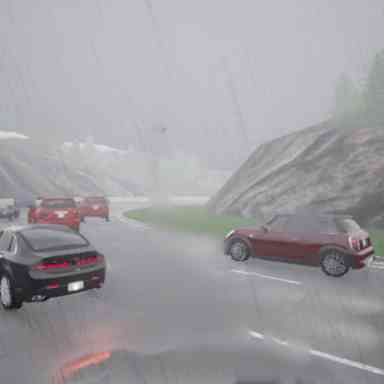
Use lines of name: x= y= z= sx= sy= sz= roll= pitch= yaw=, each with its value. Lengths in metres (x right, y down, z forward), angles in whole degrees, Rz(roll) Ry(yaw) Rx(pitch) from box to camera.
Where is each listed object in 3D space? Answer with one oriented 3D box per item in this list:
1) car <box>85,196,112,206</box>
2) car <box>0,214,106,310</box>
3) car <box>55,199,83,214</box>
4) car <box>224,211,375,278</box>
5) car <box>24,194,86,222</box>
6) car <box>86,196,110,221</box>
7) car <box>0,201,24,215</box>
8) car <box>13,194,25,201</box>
car: x=-17.210 y=1.561 z=61.469 sx=2.097 sy=1.767 sz=4.553 roll=0 pitch=0 yaw=27
car: x=-3.905 y=1.523 z=7.986 sx=4.892 sy=1.490 sz=1.837 roll=0 pitch=0 yaw=45
car: x=-13.747 y=1.610 z=37.409 sx=1.837 sy=1.490 sz=4.892 roll=0 pitch=0 yaw=-6
car: x=3.261 y=1.438 z=10.786 sx=4.553 sy=1.767 sz=2.097 roll=0 pitch=-1 yaw=40
car: x=-7.876 y=1.268 z=18.765 sx=2.150 sy=2.045 sz=5.566 roll=0 pitch=0 yaw=-31
car: x=-8.188 y=1.314 z=27.646 sx=2.150 sy=2.045 sz=5.566 roll=0 pitch=0 yaw=-20
car: x=-15.281 y=1.638 z=27.022 sx=1.895 sy=1.301 sz=4.718 roll=1 pitch=0 yaw=-18
car: x=-21.223 y=1.308 z=43.729 sx=2.150 sy=2.045 sz=5.566 roll=0 pitch=0 yaw=4
